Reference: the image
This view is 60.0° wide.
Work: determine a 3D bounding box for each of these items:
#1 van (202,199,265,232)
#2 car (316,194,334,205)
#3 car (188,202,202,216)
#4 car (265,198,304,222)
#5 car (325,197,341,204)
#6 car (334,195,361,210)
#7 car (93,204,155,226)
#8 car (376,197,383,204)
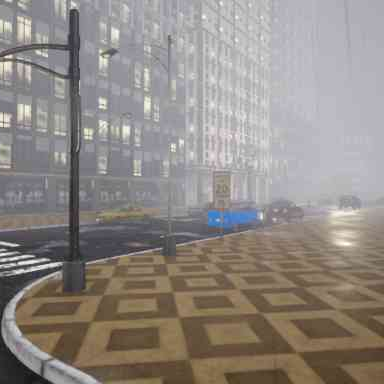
[{"bbox_3d":[2.616,1.368,20.251,1.690,1.788,3.998,0,0,38],"label":"van"},{"bbox_3d":[25.064,1.381,62.565,2.192,1.841,5.009,0,0,38],"label":"car"},{"bbox_3d":[1.327,1.604,31.687,1.802,1.307,4.206,0,0,38],"label":"car"},{"bbox_3d":[7.574,1.472,26.884,1.967,1.590,4.097,0,0,38],"label":"car"},{"bbox_3d":[28.454,1.624,66.975,2.008,1.369,4.403,0,0,38],"label":"car"},{"bbox_3d":[21.138,1.368,44.528,2.192,1.841,5.009,0,0,38],"label":"car"},{"bbox_3d":[-4.776,1.540,23.960,1.752,1.417,4.829,0,0,38],"label":"car"},{"bbox_3d":[38.091,1.658,66.582,1.947,1.339,4.313,0,0,38],"label":"car"}]
